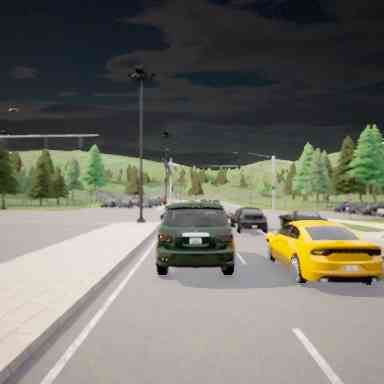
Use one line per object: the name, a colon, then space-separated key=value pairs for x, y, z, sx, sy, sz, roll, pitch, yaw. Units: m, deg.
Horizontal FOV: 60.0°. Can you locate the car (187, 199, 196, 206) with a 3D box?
car: x=-0.092 y=2.342 z=78.053 sx=1.882 sy=1.535 sz=5.008 roll=0 pitch=-1 yaw=0

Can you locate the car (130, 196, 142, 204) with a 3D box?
car: x=-15.094 y=2.220 z=89.867 sx=2.150 sy=2.045 sz=5.566 roll=0 pitch=-1 yaw=0

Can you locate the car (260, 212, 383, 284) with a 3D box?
car: x=3.586 y=1.589 z=9.942 sx=1.882 sy=1.535 sz=5.008 roll=0 pitch=-1 yaw=0

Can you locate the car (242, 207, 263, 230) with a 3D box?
car: x=3.577 y=1.744 z=21.428 sx=1.837 sy=1.490 sz=4.892 roll=0 pitch=0 yaw=0

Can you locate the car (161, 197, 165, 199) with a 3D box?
car: x=-8.092 y=2.403 z=76.773 sx=1.994 sy=1.385 sz=4.181 roll=0 pitch=-1 yaw=0

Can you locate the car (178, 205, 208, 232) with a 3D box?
car: x=0.047 y=1.763 z=23.108 sx=1.837 sy=1.490 sz=4.892 roll=0 pitch=0 yaw=-1

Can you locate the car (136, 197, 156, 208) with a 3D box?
car: x=-8.134 y=2.148 z=59.186 sx=2.128 sy=1.511 sz=4.902 roll=0 pitch=-1 yaw=0

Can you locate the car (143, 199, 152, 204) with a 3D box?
car: x=-11.602 y=2.514 z=86.804 sx=1.994 sy=1.385 sz=4.181 roll=0 pitch=-1 yaw=0

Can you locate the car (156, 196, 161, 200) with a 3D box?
car: x=-8.081 y=2.109 z=68.267 sx=2.097 sy=1.767 sz=4.553 roll=0 pitch=-1 yaw=0

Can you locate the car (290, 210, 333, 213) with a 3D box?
car: x=7.076 y=1.840 z=21.576 sx=1.895 sy=1.301 sz=4.718 roll=0 pitch=-1 yaw=0

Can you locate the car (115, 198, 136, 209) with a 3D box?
car: x=-11.680 y=2.178 z=58.838 sx=1.812 sy=1.442 sz=4.674 roll=0 pitch=-1 yaw=1

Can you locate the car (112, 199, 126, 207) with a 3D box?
car: x=-15.082 y=2.264 z=68.936 sx=1.837 sy=1.490 sz=4.892 roll=0 pitch=-1 yaw=0

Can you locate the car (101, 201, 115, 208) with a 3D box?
car: x=-15.124 y=2.232 z=60.263 sx=1.994 sy=1.385 sz=4.181 roll=0 pitch=-1 yaw=0

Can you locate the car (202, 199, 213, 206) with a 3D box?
car: x=3.418 y=2.354 z=75.057 sx=2.128 sy=1.511 sz=4.902 roll=0 pitch=-1 yaw=0

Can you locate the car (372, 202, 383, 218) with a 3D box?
car: x=21.008 y=1.967 z=33.036 sx=4.718 sy=1.301 sz=1.895 roll=0 pitch=-1 yaw=1

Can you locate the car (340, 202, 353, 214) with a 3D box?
car: x=21.072 y=1.935 z=40.039 sx=4.902 sy=1.511 sz=2.128 roll=0 pitch=-1 yaw=1

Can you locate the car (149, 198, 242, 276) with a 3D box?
car: x=0.086 y=1.343 z=10.927 sx=2.150 sy=2.045 sz=5.566 roll=0 pitch=-1 yaw=0

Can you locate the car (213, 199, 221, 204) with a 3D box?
car: x=6.932 y=2.625 z=93.074 sx=1.895 sy=1.301 sz=4.718 roll=0 pitch=-1 yaw=1

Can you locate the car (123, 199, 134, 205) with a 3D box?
car: x=-15.095 y=2.357 z=79.324 sx=1.882 sy=1.535 sz=5.008 roll=0 pitch=-1 yaw=0

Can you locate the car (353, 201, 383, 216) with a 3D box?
car: x=20.793 y=1.756 z=36.543 sx=4.553 sy=1.767 sz=2.097 roll=0 pitch=-1 yaw=1

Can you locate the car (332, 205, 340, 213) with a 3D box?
car: x=20.784 y=2.008 z=43.542 sx=4.674 sy=1.442 sz=1.812 roll=0 pitch=-1 yaw=1
